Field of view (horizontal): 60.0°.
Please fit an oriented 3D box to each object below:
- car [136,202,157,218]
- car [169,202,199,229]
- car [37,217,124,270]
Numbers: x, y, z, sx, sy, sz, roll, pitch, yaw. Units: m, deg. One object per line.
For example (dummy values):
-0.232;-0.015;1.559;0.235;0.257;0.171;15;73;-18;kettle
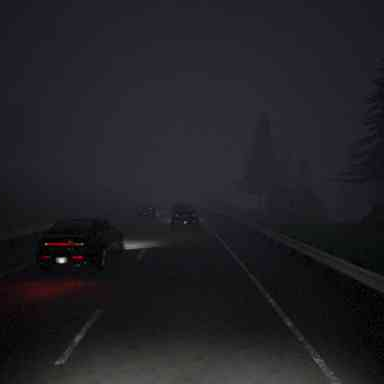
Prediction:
-4.666;1.814;34.240;2.128;1.511;4.902;0;-1;-4;car
-0.527;1.710;23.172;2.128;1.511;4.902;0;0;-3;car
-3.591;1.615;11.426;1.837;1.490;4.892;0;-1;-1;car
